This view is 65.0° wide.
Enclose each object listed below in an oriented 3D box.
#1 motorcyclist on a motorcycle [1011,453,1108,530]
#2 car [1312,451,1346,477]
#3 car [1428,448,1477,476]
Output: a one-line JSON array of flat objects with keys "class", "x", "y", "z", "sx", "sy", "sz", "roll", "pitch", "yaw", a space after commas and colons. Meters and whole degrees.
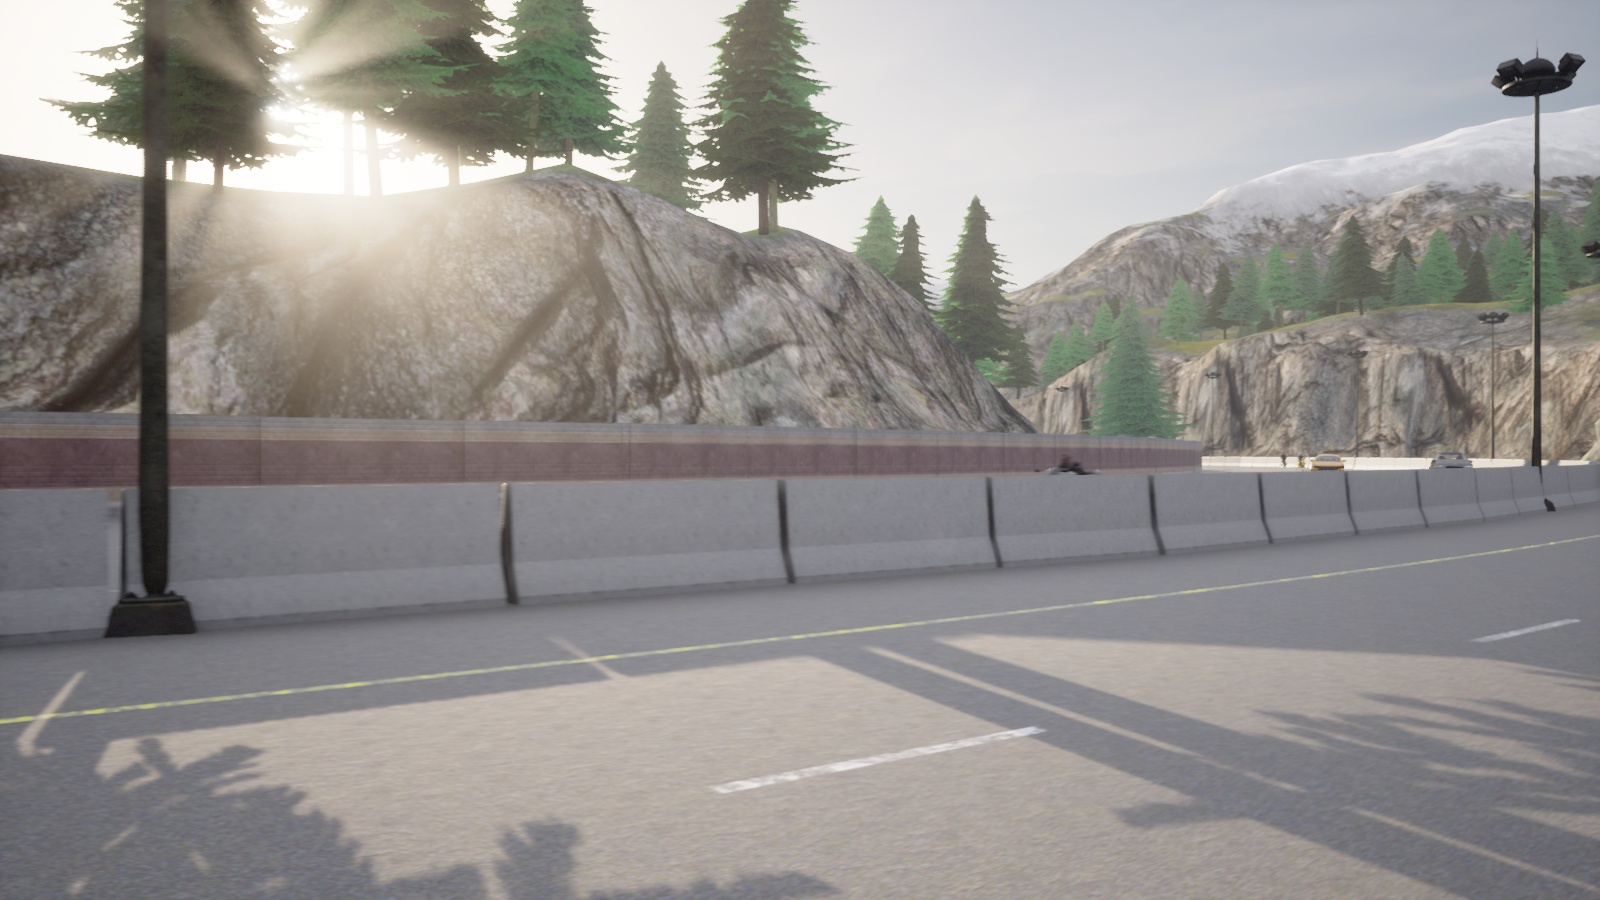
[{"class": "motorcyclist on a motorcycle", "x": 5.447, "y": 0.839, "z": 26.267, "sx": 2.191, "sy": 1.530, "sz": 0.866, "roll": 0, "pitch": -1, "yaw": -43}, {"class": "car", "x": 33.114, "y": 0.860, "z": 78.702, "sx": 1.882, "sy": 1.535, "sz": 5.008, "roll": 0, "pitch": 0, "yaw": 22}, {"class": "car", "x": 40.045, "y": 0.707, "z": 77.118, "sx": 2.242, "sy": 1.667, "sz": 4.611, "roll": 0, "pitch": 0, "yaw": 22}]
